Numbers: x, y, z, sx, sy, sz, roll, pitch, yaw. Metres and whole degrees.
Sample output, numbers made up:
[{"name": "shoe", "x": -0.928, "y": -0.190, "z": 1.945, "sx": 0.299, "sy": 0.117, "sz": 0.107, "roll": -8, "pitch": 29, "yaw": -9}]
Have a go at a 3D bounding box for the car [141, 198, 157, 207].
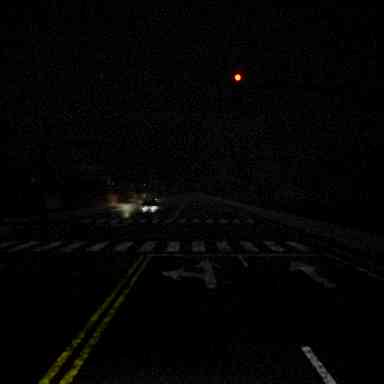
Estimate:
[{"name": "car", "x": -6.372, "y": 1.550, "z": 50.090, "sx": 1.994, "sy": 1.385, "sz": 4.181, "roll": 0, "pitch": 1, "yaw": 0}]
